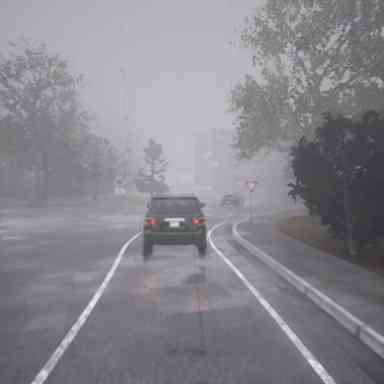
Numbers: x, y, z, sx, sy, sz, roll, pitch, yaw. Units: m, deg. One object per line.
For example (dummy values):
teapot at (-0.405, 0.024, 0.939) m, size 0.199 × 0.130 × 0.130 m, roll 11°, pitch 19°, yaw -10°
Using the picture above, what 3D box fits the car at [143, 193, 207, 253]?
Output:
car at (-0.637, 1.040, 13.139) m, size 2.150 × 2.045 × 5.566 m, roll 0°, pitch 2°, yaw -2°

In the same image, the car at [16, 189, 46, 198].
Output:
car at (-25.410, 0.270, 52.494) m, size 4.181 × 1.385 × 1.994 m, roll -1°, pitch 2°, yaw -42°

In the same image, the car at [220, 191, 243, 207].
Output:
car at (4.204, 0.687, 34.753) m, size 1.837 × 1.490 × 4.892 m, roll 2°, pitch 2°, yaw 15°

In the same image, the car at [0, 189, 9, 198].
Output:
car at (-30.801, 0.216, 51.036) m, size 1.837 × 1.490 × 4.892 m, roll 1°, pitch 1°, yaw 36°
